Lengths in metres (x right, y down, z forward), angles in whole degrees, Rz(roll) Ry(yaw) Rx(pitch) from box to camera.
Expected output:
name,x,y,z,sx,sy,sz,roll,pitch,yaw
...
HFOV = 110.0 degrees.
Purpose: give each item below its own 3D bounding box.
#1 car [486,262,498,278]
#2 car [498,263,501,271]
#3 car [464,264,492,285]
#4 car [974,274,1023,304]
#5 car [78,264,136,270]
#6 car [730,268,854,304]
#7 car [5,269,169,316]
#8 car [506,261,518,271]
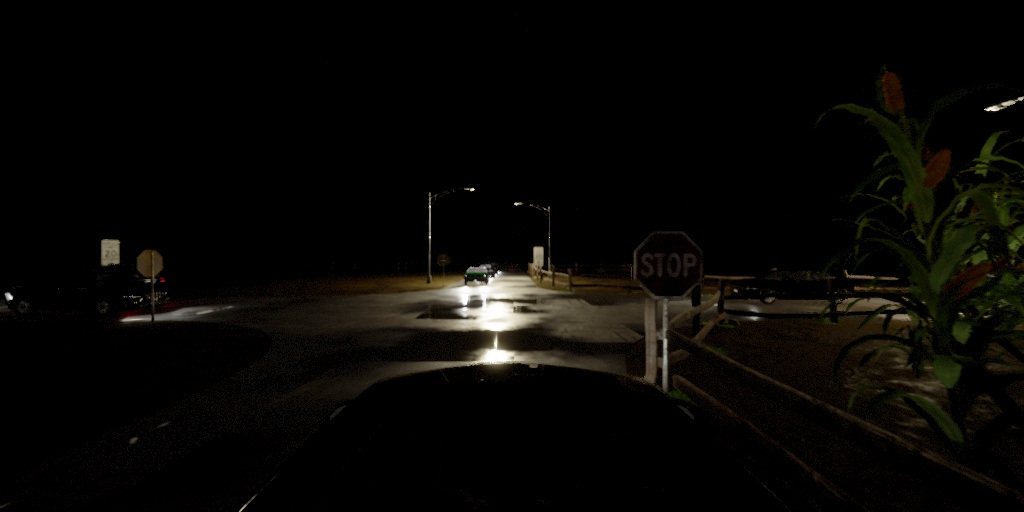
name,x,y,z,sx,sy,sz,roll,pitch,yaw
car,-2.879,1.613,39.066,1.994,1.385,4.181,0,0,0
car,-2.883,1.617,49.022,2.128,1.511,4.902,0,0,0
car,-2.830,1.573,29.258,1.895,1.301,4.718,0,0,-2
car,22.733,1.386,16.609,5.357,1.411,2.033,0,0,0
car,-18.909,1.233,16.528,4.553,1.767,2.097,0,0,0
car,12.762,1.325,16.542,5.008,1.535,1.882,0,0,-2
car,-15.902,1.400,13.579,4.892,1.490,1.837,0,0,0
car,0.044,1.764,60.835,2.033,1.411,5.357,0,0,-1
